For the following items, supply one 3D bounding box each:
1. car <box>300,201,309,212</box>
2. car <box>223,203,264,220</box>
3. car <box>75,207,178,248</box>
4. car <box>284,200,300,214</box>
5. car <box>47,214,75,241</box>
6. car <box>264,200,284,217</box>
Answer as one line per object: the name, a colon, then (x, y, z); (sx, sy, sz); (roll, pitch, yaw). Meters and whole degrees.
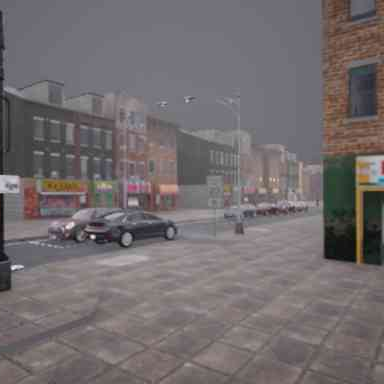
car: (13.691, 1.792, 43.046); (1.752, 1.417, 4.829); (-1, -1, 35)
car: (4.369, 1.724, 29.880); (2.008, 1.369, 4.403); (-1, -1, 35)
car: (-2.624, 1.579, 15.433); (1.837, 1.490, 4.892); (0, 0, 35)
car: (10.649, 1.676, 38.751); (1.967, 1.590, 4.097); (-1, -1, 35)
car: (-5.052, 1.522, 16.577); (1.967, 1.590, 4.097); (-1, -1, 35)
car: (7.509, 1.749, 34.315); (1.887, 1.381, 4.507); (-1, -1, 35)
